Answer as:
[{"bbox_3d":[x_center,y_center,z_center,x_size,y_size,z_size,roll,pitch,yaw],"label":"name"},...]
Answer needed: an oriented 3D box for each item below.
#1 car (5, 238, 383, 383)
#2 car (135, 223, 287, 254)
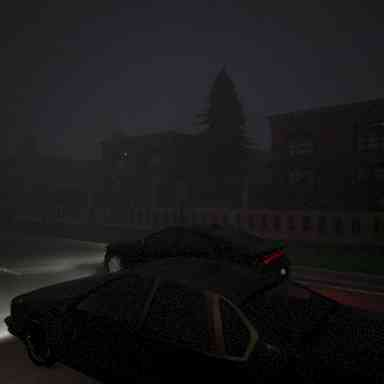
[{"bbox_3d":[-0.155,1.573,4.103,5.357,1.411,2.033,-1,0,35],"label":"car"},{"bbox_3d":[-0.109,1.529,8.369,5.008,1.535,1.882,-1,0,36],"label":"car"}]
